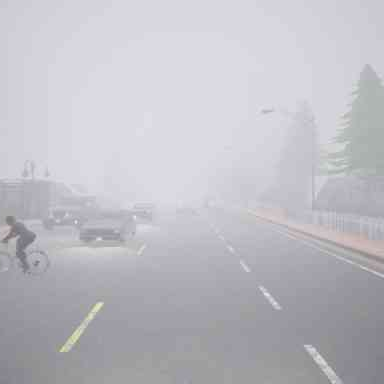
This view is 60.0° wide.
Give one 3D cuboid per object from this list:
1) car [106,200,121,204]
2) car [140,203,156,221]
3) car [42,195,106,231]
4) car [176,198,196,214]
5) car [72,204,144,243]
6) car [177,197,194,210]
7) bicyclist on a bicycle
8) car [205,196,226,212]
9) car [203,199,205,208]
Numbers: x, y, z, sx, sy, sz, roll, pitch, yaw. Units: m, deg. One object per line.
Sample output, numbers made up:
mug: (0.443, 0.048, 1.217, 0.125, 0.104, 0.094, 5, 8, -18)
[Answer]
car: (-7.641, 1.526, 31.497, 1.812, 1.442, 4.674, 0, 0, -1)
car: (-3.990, 1.601, 26.863, 1.895, 1.301, 4.718, 0, 0, -1)
car: (-7.434, 1.217, 21.159, 2.150, 2.045, 5.566, 0, 1, -1)
car: (-0.599, 1.526, 35.514, 1.812, 1.442, 4.674, 0, 0, -1)
car: (-3.879, 1.547, 16.377, 2.033, 1.411, 5.357, 0, 0, -1)
car: (-0.833, 1.491, 44.769, 2.128, 1.511, 4.902, 0, 0, -1)
bicyclist on a bicycle: (-4.657, 1.455, 8.877, 1.656, 1.620, 0.582, -2, 0, -1)
car: (2.842, 1.526, 39.390, 1.812, 1.442, 4.674, 0, 0, -1)
car: (2.639, 1.352, 48.370, 2.097, 1.767, 4.553, 0, 0, 0)
